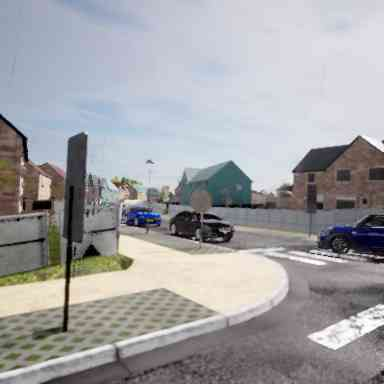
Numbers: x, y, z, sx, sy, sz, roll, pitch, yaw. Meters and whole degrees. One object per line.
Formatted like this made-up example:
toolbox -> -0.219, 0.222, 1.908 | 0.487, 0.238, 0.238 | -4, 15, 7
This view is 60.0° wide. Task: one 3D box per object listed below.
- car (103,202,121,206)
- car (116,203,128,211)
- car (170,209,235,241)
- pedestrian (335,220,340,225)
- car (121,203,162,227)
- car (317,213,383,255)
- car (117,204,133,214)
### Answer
car -> -7.756, 1.927, 35.066 | 2.097, 1.767, 4.553 | 3, -2, -22
car -> -13.011, 2.785, 61.613 | 1.895, 1.301, 4.718 | 3, -2, -13
car -> 0.423, 1.737, 18.037 | 1.837, 1.490, 4.892 | 3, -3, -29
pedestrian -> 7.526, 1.978, 17.122 | 0.500, 1.100, 0.500 | 3, -2, -31
car -> -3.958, 1.880, 26.453 | 1.882, 1.535, 5.008 | 3, -2, -25
car -> 7.479, 1.642, 13.444 | 4.553, 1.767, 2.097 | 0, -3, 20
car -> -10.529, 2.568, 51.937 | 1.994, 1.385, 4.181 | 3, -2, -18
